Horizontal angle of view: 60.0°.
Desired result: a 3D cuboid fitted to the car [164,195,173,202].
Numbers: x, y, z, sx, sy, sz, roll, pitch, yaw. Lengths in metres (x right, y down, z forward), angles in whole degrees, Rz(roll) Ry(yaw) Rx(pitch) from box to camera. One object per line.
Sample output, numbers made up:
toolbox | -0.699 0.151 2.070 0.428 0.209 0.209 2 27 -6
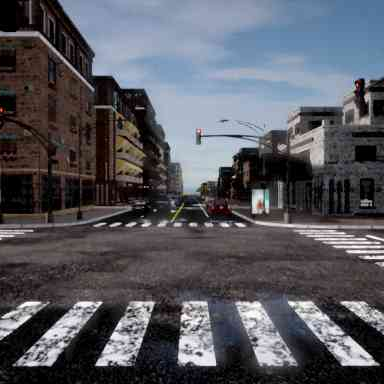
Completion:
car | -5.832 1.593 82.876 1.752 1.417 4.829 -1 0 0

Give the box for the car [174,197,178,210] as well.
car | -3.169 1.541 42.384 1.812 1.442 4.674 0 0 0

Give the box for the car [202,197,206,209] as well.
car | 2.614 1.598 43.197 1.802 1.307 4.206 0 0 0

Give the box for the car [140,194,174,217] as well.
car | -3.150 1.228 31.291 2.150 2.045 5.566 0 0 0

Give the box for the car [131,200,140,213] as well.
car | -5.757 1.561 37.474 2.008 1.369 4.403 0 0 0

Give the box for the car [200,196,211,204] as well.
car | 2.577 1.592 65.984 2.008 1.369 4.403 -1 0 0

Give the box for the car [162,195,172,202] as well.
car | -5.825 1.499 77.350 1.967 1.590 4.097 0 0 0

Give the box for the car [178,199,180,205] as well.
car | -3.167 1.554 55.009 1.812 1.442 4.674 0 1 0

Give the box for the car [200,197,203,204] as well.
car | 2.604 1.572 48.894 2.008 1.369 4.403 0 0 0

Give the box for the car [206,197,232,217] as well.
car | 2.632 1.446 31.803 1.967 1.590 4.097 0 0 0

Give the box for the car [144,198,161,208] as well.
car | -5.776 1.572 48.868 2.008 1.369 4.403 0 0 0

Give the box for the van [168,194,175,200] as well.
van | -5.853 1.431 94.440 1.690 1.788 3.998 -1 0 0

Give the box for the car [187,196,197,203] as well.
car | -0.026 1.594 70.257 2.033 1.411 5.357 0 0 0

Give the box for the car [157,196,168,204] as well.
car | -5.804 1.566 65.787 1.752 1.417 4.829 0 0 0
